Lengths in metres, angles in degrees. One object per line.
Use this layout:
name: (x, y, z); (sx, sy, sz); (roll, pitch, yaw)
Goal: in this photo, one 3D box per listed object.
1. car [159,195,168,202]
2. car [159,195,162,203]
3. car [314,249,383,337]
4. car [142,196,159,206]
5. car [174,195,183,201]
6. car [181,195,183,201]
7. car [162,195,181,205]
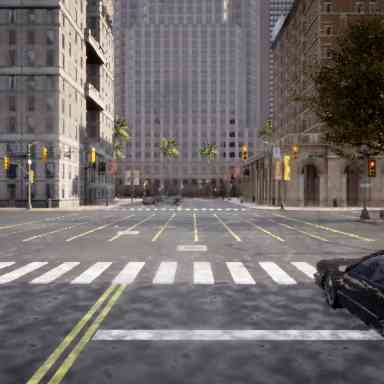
car: (-6.898, 1.524, 80.156); (1.812, 1.442, 4.674); (0, 0, 1)
car: (-7.003, 1.564, 68.860); (1.994, 1.385, 4.181); (0, 0, 1)
car: (3.568, 1.549, 4.814); (2.033, 1.411, 5.357); (0, 0, 0)
car: (-7.147, 1.505, 55.212); (1.837, 1.490, 4.892); (0, 0, 0)
car: (-3.352, 1.466, 85.099); (2.128, 1.511, 4.902); (0, 0, 1)
car: (-3.493, 1.500, 69.840); (1.837, 1.490, 4.892); (0, 0, 1)
car: (-3.639, 1.492, 59.213); (2.128, 1.511, 4.902); (0, 0, 0)
